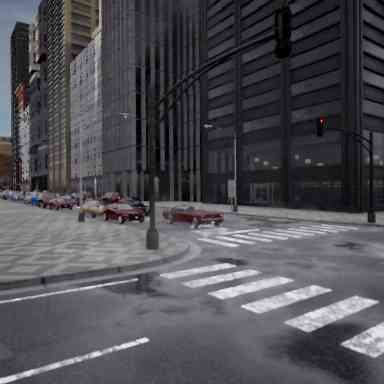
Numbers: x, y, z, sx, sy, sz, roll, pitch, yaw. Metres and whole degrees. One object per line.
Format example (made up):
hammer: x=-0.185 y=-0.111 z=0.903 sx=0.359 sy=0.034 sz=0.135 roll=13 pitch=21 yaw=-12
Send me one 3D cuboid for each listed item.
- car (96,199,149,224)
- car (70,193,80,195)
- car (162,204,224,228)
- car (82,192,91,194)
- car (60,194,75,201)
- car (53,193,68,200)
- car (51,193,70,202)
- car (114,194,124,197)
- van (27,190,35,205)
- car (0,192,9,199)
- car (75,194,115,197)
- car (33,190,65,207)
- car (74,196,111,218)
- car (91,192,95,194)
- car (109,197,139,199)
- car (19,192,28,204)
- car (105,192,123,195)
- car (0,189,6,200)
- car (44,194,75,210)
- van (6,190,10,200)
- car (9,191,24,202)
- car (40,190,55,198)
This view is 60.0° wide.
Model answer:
car: x=-5.011 y=1.434 z=23.993 sx=1.887 sy=1.381 sz=4.507 roll=0 pitch=1 yaw=-36
car: x=-16.543 y=1.188 z=44.661 sx=1.812 sy=1.442 sz=4.674 roll=-1 pitch=1 yaw=-35
car: x=-0.001 y=1.503 z=21.726 sx=1.895 sy=1.301 sz=4.718 roll=-1 pitch=1 yaw=-35
car: x=-17.988 y=0.921 z=52.048 sx=2.097 sy=1.767 sz=4.553 roll=-1 pitch=1 yaw=-36
car: x=-24.499 y=0.982 z=65.435 sx=1.802 sy=1.307 sz=4.206 roll=0 pitch=1 yaw=-36
car: x=-27.798 y=0.887 z=69.990 sx=1.887 sy=1.381 sz=4.507 roll=0 pitch=1 yaw=-36
car: x=-23.764 y=0.964 z=60.022 sx=2.128 sy=1.511 sz=4.902 roll=-1 pitch=1 yaw=-36
car: x=-8.004 y=1.233 z=42.659 sx=1.947 sy=1.339 sz=4.313 roll=0 pitch=1 yaw=-36
van: x=-21.507 y=0.987 z=46.770 sx=1.690 sy=1.788 sz=3.998 roll=0 pitch=1 yaw=-36
car: x=-44.602 y=0.794 z=78.658 sx=1.887 sy=1.381 sz=4.507 roll=0 pitch=1 yaw=-36
car: x=-10.766 y=1.298 z=36.640 sx=2.033 sy=1.411 sz=5.357 roll=-1 pitch=1 yaw=-36
car: x=-18.208 y=1.013 z=42.214 sx=2.192 sy=1.841 sz=5.009 roll=0 pitch=1 yaw=-36
car: x=-8.211 y=1.371 z=28.411 sx=1.752 sy=1.417 sz=4.829 roll=0 pitch=1 yaw=-36
car: x=-17.899 y=0.827 z=56.323 sx=2.192 sy=1.841 sz=5.009 roll=0 pitch=1 yaw=-36
car: x=-5.276 y=1.393 z=29.055 sx=1.994 sy=1.385 sz=4.181 roll=-1 pitch=1 yaw=-36
car: x=-24.808 y=1.143 z=51.327 sx=2.008 sy=1.369 sz=4.403 roll=0 pitch=1 yaw=-36
car: x=-11.301 y=0.932 z=47.212 sx=2.192 sy=1.841 sz=5.009 roll=0 pitch=1 yaw=-36
car: x=-38.003 y=0.681 z=69.546 sx=2.192 sy=1.841 sz=5.009 roll=0 pitch=1 yaw=-36
car: x=-14.909 y=1.293 z=37.660 sx=1.887 sy=1.381 sz=4.507 roll=0 pitch=1 yaw=-36
van: x=-34.703 y=0.764 z=64.991 sx=1.690 sy=1.788 sz=3.998 roll=0 pitch=1 yaw=-36
car: x=-31.405 y=0.920 z=60.437 sx=1.967 sy=1.590 sz=4.097 roll=0 pitch=1 yaw=-36
car: x=-34.394 y=0.542 z=79.098 sx=2.192 sy=1.841 sz=5.009 roll=0 pitch=1 yaw=-36
